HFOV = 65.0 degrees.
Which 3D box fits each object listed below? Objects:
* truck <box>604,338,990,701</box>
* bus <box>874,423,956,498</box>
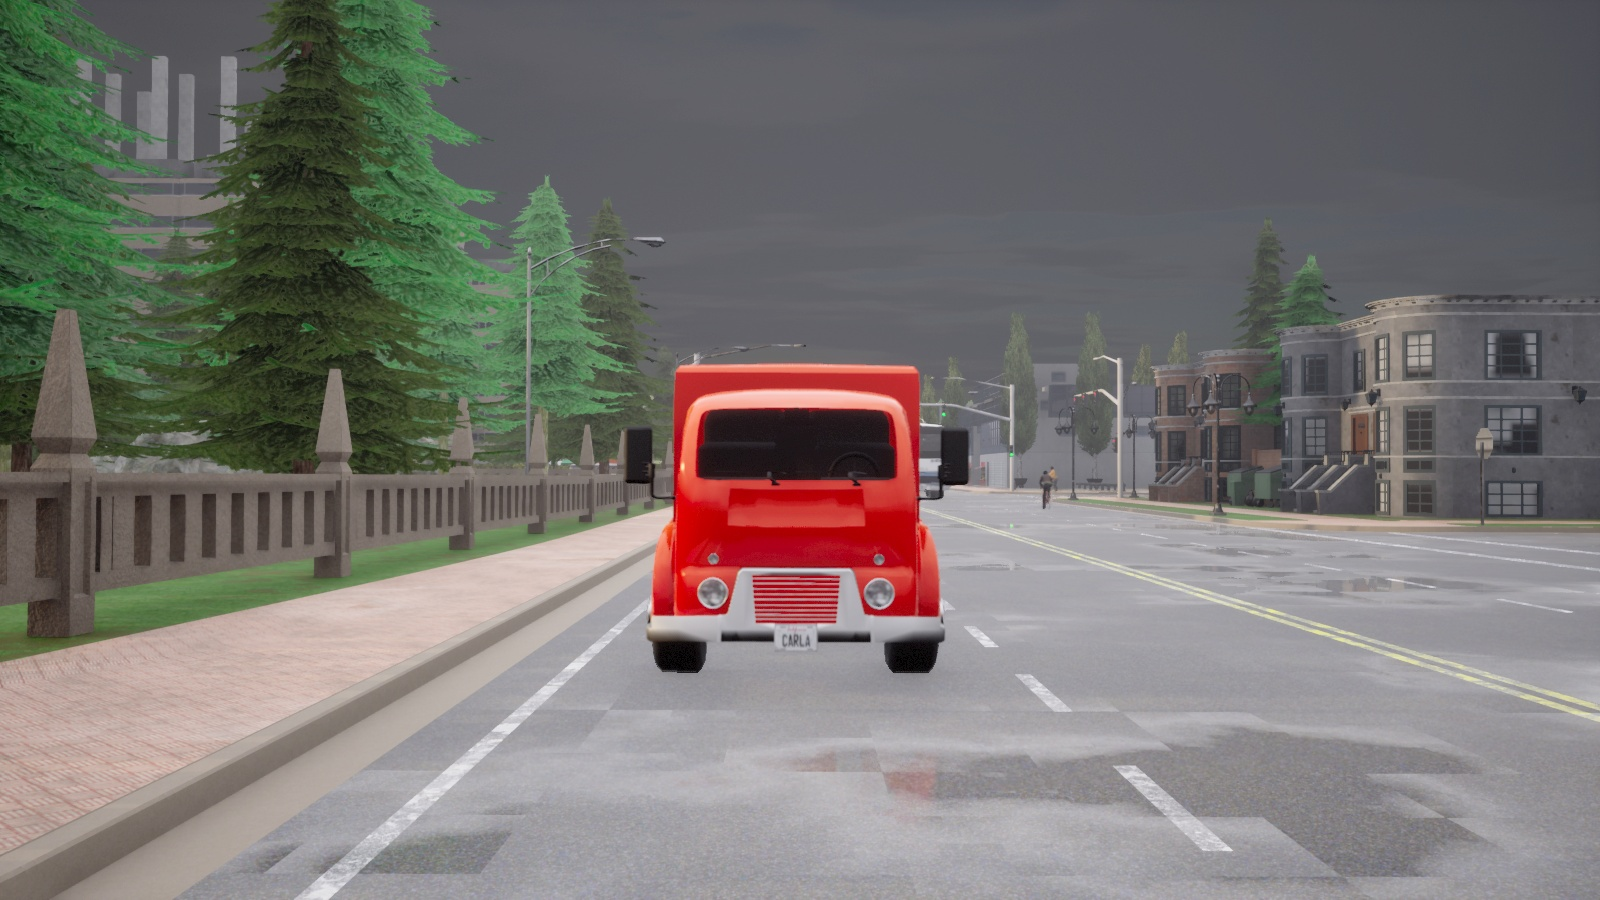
[{"bbox_3d":[-0.030,0.515,11.186,2.627,2.467,5.204,0,-1,0],"label":"truck"},{"bbox_3d":[6.803,0.684,76.007,3.944,4.253,10.273,0,-1,0],"label":"bus"}]
